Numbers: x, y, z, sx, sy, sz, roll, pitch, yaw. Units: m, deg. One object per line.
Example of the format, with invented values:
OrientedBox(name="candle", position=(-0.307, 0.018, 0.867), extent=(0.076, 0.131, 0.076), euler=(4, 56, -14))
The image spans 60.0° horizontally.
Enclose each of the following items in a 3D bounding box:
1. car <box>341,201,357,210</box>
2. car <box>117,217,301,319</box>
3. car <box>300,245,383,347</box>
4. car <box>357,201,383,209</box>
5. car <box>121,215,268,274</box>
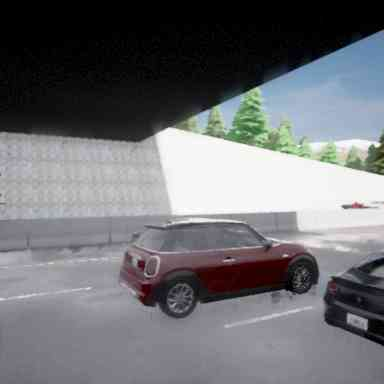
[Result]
OrientedBox(name="car", position=(23.726, 1.990, 48.108), extent=(4.718, 1.301, 1.895), euler=(0, -1, -28))
OrientedBox(name="car", position=(0.722, 1.415, 7.625), extent=(4.553, 1.767, 2.097), euler=(0, 0, -28))
OrientedBox(name="car", position=(4.227, 1.572, 5.542), extent=(4.674, 1.442, 1.812), euler=(0, 0, -28))
OrientedBox(name="car", position=(24.966, 1.889, 44.801), extent=(4.674, 1.442, 1.812), euler=(1, -1, -28))
OrientedBox(name="car", position=(0.158, 1.616, 11.299), extent=(4.674, 1.442, 1.812), euler=(0, -1, -28))
